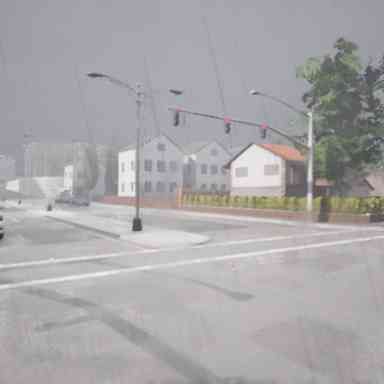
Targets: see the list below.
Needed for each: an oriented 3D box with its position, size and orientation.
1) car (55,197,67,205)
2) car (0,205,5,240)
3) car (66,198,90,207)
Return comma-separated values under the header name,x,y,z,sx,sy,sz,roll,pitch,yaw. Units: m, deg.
name,x,y,z,sx,sy,sz,roll,pitch,yaw
car,-23.880,1.606,61.434,2.033,1.411,5.357,1,0,-35
car,-10.808,1.206,16.583,2.150,2.045,5.566,1,0,-35
car,-17.755,1.617,52.772,2.033,1.411,5.357,1,0,-35
